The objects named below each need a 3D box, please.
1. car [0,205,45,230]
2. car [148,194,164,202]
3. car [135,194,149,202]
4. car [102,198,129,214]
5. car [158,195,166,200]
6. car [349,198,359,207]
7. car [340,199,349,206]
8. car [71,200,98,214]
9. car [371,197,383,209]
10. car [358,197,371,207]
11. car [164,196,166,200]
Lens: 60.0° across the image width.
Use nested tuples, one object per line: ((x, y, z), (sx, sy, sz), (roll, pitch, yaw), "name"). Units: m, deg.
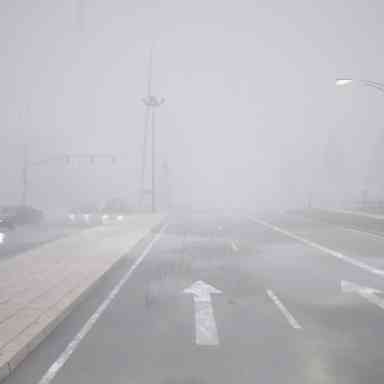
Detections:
((-11.558, 1.572, 21.640), (2.033, 1.411, 5.357), (0, 0, 1), "car")
((-8.180, 1.562, 75.855), (1.882, 1.535, 5.008), (0, 0, -1), "car")
((-11.676, 1.636, 75.552), (1.994, 1.385, 4.181), (0, 0, -1), "car")
((-8.099, 1.391, 35.585), (2.097, 1.767, 4.553), (0, 0, 0), "car")
((-8.473, 1.629, 95.024), (1.812, 1.442, 4.674), (0, 0, -1), "car")
((27.576, 1.583, 51.838), (4.674, 1.442, 1.812), (0, 0, 0), "car")
((26.934, 1.625, 55.335), (4.181, 1.385, 1.994), (0, 0, -1), "car")
((-11.586, 1.567, 36.129), (1.812, 1.442, 4.674), (0, 1, 0), "car")
((27.271, 1.401, 44.841), (4.553, 1.767, 2.097), (0, 0, 0), "car")
((27.399, 1.654, 48.338), (4.718, 1.301, 1.895), (0, 0, 0), "car")
((-8.315, 1.646, 84.693), (1.994, 1.385, 4.181), (0, 0, -1), "car")
